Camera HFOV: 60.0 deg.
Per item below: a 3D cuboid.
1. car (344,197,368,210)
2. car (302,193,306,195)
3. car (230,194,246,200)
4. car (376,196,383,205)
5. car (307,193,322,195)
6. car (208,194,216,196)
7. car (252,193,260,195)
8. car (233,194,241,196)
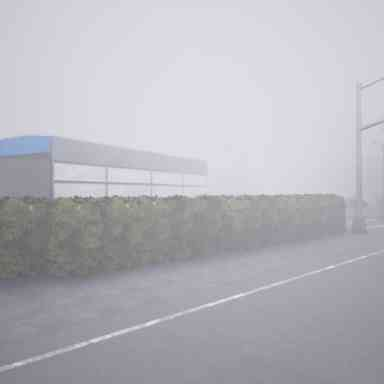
[{"bbox_3d":[19.236,1.339,39.639,4.514,1.523,2.007,0,0,-41],"label":"car"},{"bbox_3d":[24.829,1.077,72.721,3.866,1.878,1.905,0,0,-41],"label":"car"},{"bbox_3d":[12.092,1.232,87.107,3.806,1.475,1.970,0,0,-41],"label":"car"},{"bbox_3d":[31.434,1.384,54.012,3.806,1.475,1.970,0,0,-41],"label":"car"},{"bbox_3d":[27.032,1.097,70.782,4.605,1.855,1.932,0,0,-41],"label":"car"},{"bbox_3d":[4.355,1.298,85.307,4.514,1.523,2.007,0,0,-41],"label":"car"},{"bbox_3d":[16.510,1.153,82.442,5.027,1.636,2.152,0,0,-41],"label":"car"},{"bbox_3d":[8.820,1.298,63.597,4.514,1.523,2.007,0,0,-41],"label":"car"}]
